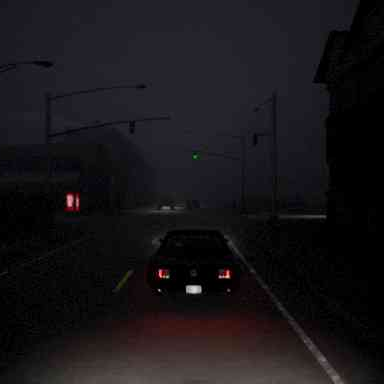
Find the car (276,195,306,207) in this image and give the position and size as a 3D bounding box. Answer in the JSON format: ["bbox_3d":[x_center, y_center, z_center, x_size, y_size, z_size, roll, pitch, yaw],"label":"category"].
[{"bbox_3d":[14.468,1.397,48.242,3.806,1.475,1.970,0,0,0],"label":"car"}]

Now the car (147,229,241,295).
[{"bbox_3d":[0.057,1.628,8.751,1.895,1.301,4.718,0,0,0],"label":"car"}]

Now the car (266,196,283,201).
[{"bbox_3d":[21.270,1.665,85.966,3.806,1.475,1.970,0,0,0],"label":"car"}]

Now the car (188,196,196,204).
[{"bbox_3d":[-0.031,1.728,73.532,1.837,1.490,4.892,0,0,0],"label":"car"}]

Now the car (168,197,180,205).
[{"bbox_3d":[-3.550,1.755,67.146,2.033,1.411,5.357,0,0,1],"label":"car"}]

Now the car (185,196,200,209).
[{"bbox_3d":[0.084,1.637,46.923,2.128,1.511,4.902,0,0,0],"label":"car"}]

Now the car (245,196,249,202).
[{"bbox_3d":[13.720,1.330,70.359,4.605,1.855,1.932,0,0,0],"label":"car"}]

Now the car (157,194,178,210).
[{"bbox_3d":[-3.615,1.366,46.620,2.150,2.045,5.566,0,0,0],"label":"car"}]

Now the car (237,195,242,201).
[{"bbox_3d":[13.848,1.664,88.942,3.633,1.501,1.845,0,0,0],"label":"car"}]

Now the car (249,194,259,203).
[{"bbox_3d":[14.134,1.301,67.454,3.866,1.878,1.905,0,0,0],"label":"car"}]

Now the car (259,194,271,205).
[{"bbox_3d":[14.141,1.338,54.659,5.027,1.636,2.152,0,0,0],"label":"car"}]
